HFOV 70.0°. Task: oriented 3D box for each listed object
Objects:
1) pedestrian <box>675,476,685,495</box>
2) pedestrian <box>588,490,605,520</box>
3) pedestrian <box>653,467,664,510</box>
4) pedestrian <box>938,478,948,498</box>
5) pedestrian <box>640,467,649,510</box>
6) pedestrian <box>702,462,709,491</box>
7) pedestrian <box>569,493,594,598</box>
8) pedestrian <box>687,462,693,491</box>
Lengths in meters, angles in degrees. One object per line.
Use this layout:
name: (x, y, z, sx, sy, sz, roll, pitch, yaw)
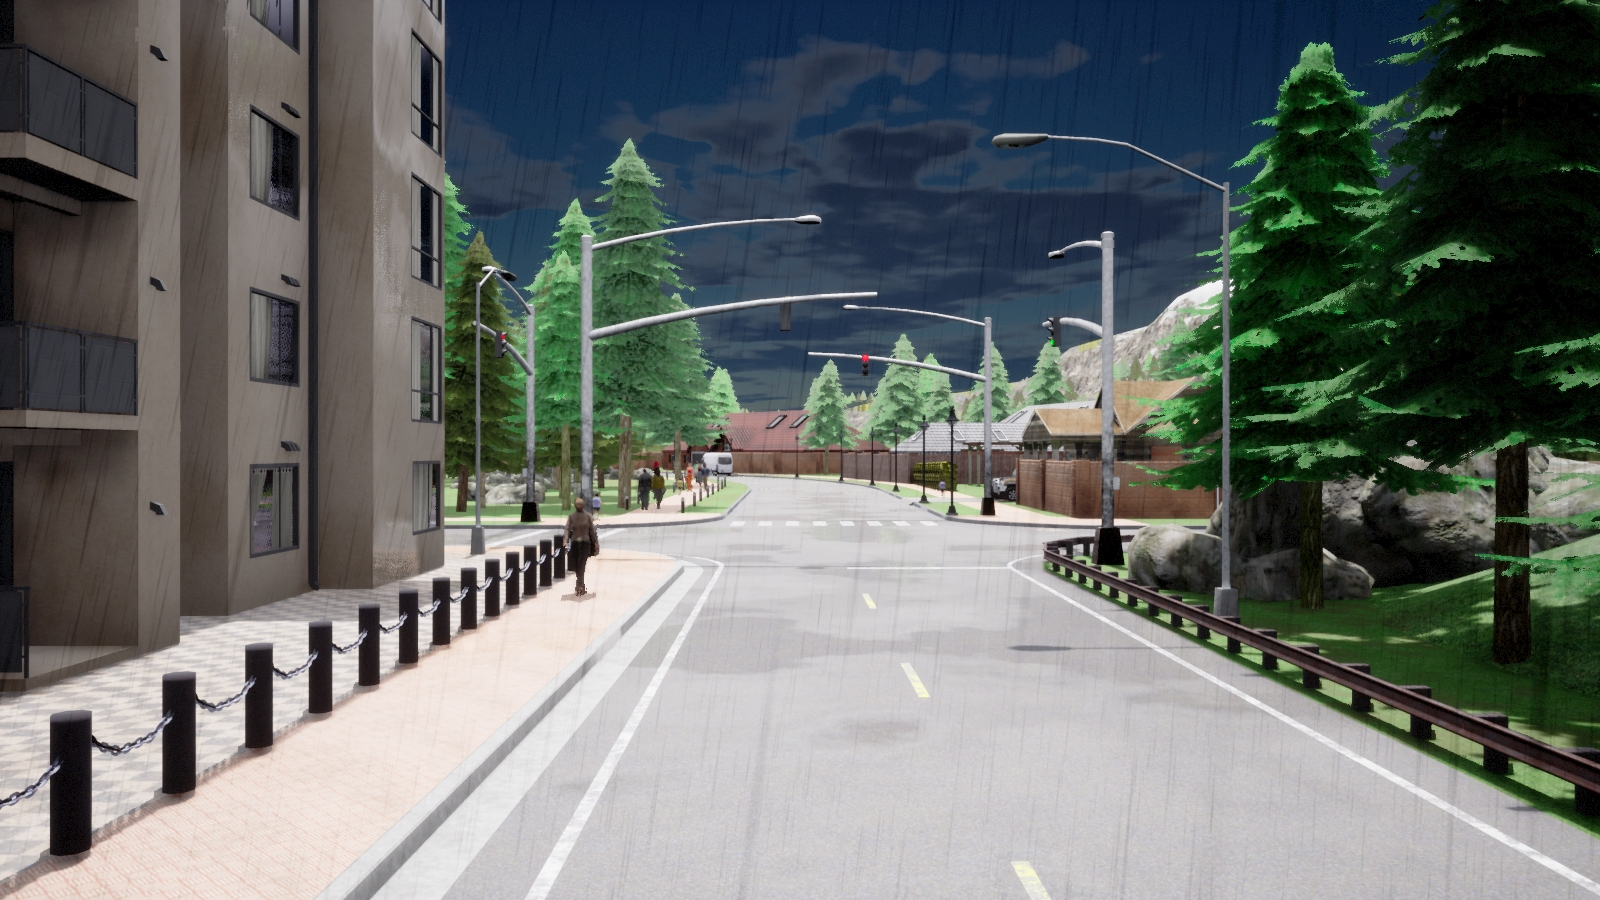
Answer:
pedestrian: (-7.012, 2.084, 66.913, 0.500, 1.100, 0.500, 0, 0, 3)
pedestrian: (-7.677, 2.084, 43.118, 0.500, 1.100, 0.500, 0, 0, 6)
pedestrian: (-6.202, 1.694, 50.067, 0.375, 1.860, 0.375, 0, 0, -19)
pedestrian: (7.846, 2.087, 62.697, 0.500, 1.100, 0.500, 0, 0, -3)
pedestrian: (-6.788, 1.695, 49.865, 0.375, 1.860, 0.375, 0, 0, -16)
pedestrian: (-6.058, 1.708, 73.110, 0.375, 1.860, 0.375, 0, 0, 2)
pedestrian: (-3.928, 1.708, 20.527, 0.375, 1.860, 0.375, 0, 0, -1)
pedestrian: (-7.049, 1.708, 73.137, 0.375, 1.860, 0.375, 0, 0, 2)
